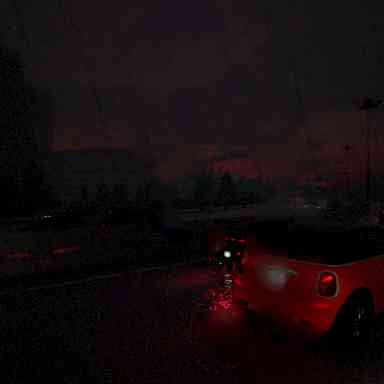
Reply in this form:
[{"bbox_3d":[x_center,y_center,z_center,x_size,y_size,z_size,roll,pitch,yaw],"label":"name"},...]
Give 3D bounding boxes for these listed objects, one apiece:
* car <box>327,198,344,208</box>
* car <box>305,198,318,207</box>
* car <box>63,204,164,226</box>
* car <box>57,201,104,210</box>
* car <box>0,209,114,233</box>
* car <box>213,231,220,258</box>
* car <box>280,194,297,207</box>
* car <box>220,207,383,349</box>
[{"bbox_3d":[19.682,1.574,45.671,1.882,1.535,5.008,0,0,25],"label":"car"},{"bbox_3d":[19.334,1.703,53.730,1.994,1.385,4.181,0,0,21],"label":"car"},{"bbox_3d":[-4.161,1.571,19.013,5.357,1.411,2.033,0,0,-42],"label":"car"},{"bbox_3d":[-7.392,1.378,20.928,4.553,1.767,2.097,0,0,-42],"label":"car"},{"bbox_3d":[-5.606,1.576,13.274,4.181,1.385,1.994,0,0,-40],"label":"car"},{"bbox_3d":[2.808,1.515,11.030,4.892,1.490,1.837,0,0,-42],"label":"car"},{"bbox_3d":[15.815,1.377,54.285,2.150,2.045,5.566,0,0,22],"label":"car"},{"bbox_3d":[2.959,1.356,6.559,4.553,1.767,2.097,0,0,-40],"label":"car"}]
